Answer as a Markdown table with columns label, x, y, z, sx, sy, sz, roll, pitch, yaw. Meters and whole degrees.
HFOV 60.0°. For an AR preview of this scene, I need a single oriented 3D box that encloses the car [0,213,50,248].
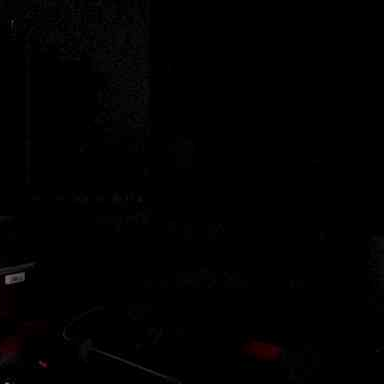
| label | x | y | z | sx | sy | sz | roll | pitch | yaw |
| --- | --- | --- | --- | --- | --- | --- | --- | --- | --- |
| car | -4.463 | 1.314 | 6.138 | 5.009 | 1.841 | 2.192 | 0 | 0 | 35 |

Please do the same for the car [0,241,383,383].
| label | x | y | z | sx | sy | sz | roll | pitch | yaw |
| --- | --- | --- | --- | --- | --- | --- | --- | --- | --- |
| car | -0.033 | 1.440 | 2.985 | 4.097 | 1.590 | 1.967 | 0 | 0 | 35 |
